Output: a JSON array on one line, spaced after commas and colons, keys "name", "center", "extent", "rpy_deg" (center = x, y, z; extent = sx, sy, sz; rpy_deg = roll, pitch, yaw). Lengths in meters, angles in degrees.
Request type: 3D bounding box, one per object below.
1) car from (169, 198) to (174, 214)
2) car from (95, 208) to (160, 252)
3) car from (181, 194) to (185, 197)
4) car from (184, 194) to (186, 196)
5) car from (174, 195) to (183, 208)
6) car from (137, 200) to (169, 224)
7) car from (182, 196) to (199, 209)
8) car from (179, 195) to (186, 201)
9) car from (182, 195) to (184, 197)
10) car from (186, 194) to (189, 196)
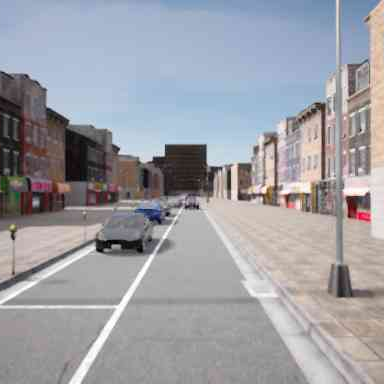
[{"name": "car", "center": [-3.023, 1.510, 31.466], "extent": [1.812, 1.442, 4.674], "rpy_deg": [0, 0, 0]}, {"name": "car", "center": [-2.630, 1.549, 13.756], "extent": [1.947, 1.339, 4.313], "rpy_deg": [1, 0, 0]}, {"name": "car", "center": [-2.633, 1.576, 57.708], "extent": [1.887, 1.381, 4.507], "rpy_deg": [0, 0, 0]}, {"name": "car", "center": [-2.633, 1.571, 63.032], "extent": [1.752, 1.417, 4.829], "rpy_deg": [0, 0, 0]}, {"name": "car", "center": [-2.633, 1.557, 46.720], "extent": [2.008, 1.369, 4.403], "rpy_deg": [0, 0, 0]}, {"name": "car", "center": [-3.014, 1.458, 24.466], "extent": [1.882, 1.535, 5.008], "rpy_deg": [0, 0, 0]}, {"name": "car", "center": [0.028, 1.607, 44.851], "extent": [1.895, 1.301, 4.718], "rpy_deg": [0, 0, 1]}, {"name": "car", "center": [-2.635, 1.687, 94.989], "extent": [1.752, 1.417, 4.829], "rpy_deg": [0, 0, 0]}, {"name": "car", "center": [-2.633, 1.562, 52.213], "extent": [1.887, 1.381, 4.507], "rpy_deg": [0, 0, 0]}, {"name": "car", "center": [0.001, 1.560, 64.871], "extent": [1.837, 1.490, 4.892], "rpy_deg": [0, -1, 0]}]
